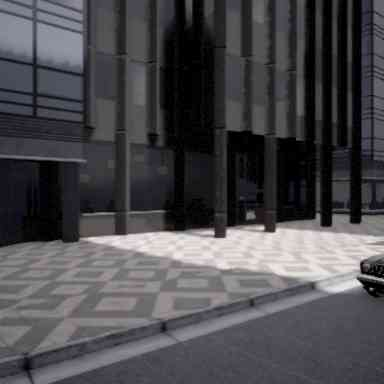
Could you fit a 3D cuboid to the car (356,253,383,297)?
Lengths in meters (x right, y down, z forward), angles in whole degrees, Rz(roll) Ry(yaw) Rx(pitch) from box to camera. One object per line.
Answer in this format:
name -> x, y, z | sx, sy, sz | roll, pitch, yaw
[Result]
car -> 5.694, 1.596, 7.358 | 4.718, 1.301, 1.895 | 0, 0, -35
